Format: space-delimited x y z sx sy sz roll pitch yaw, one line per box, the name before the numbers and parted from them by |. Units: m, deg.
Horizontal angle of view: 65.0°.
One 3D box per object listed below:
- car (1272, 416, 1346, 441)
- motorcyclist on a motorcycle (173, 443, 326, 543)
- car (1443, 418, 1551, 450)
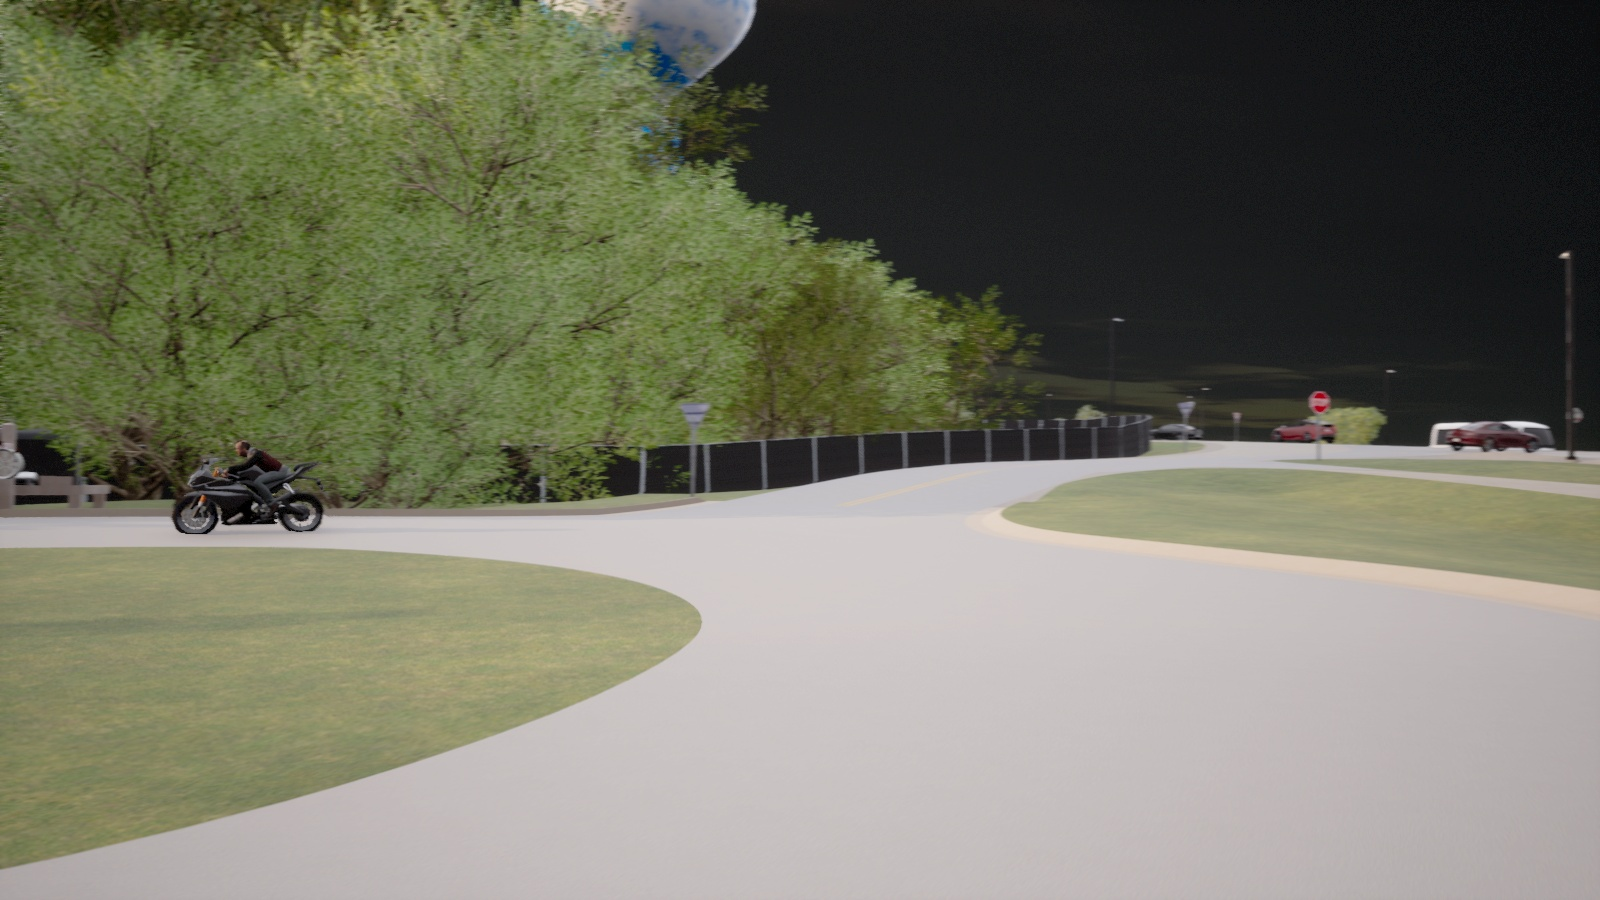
car | 32.510 -1.361 80.351 2.007 1.525 4.514 1 1 -16
motorcyclist on a motorcycle | -8.776 0.660 20.051 2.191 1.530 0.866 0 0 -26
car | 33.022 -0.761 59.506 4.674 1.442 1.812 0 2 -20
